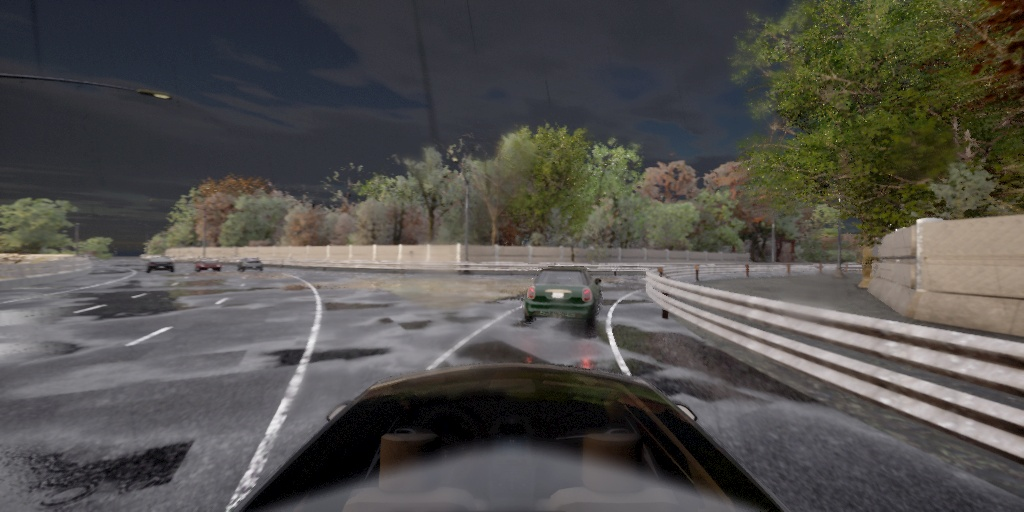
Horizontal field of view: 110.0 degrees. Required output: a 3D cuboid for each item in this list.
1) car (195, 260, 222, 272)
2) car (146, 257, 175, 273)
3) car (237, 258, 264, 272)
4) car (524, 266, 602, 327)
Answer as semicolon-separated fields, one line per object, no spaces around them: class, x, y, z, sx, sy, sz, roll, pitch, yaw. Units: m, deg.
car;-31.804;1.015;37.506;4.718;1.301;1.895;1;0;45
car;-34.604;0.860;35.318;5.008;1.535;1.882;1;0;44
car;-28.658;0.941;39.253;2.128;1.511;4.902;1;0;-45
car;1.878;1.127;12.072;2.097;1.767;4.553;1;0;16
